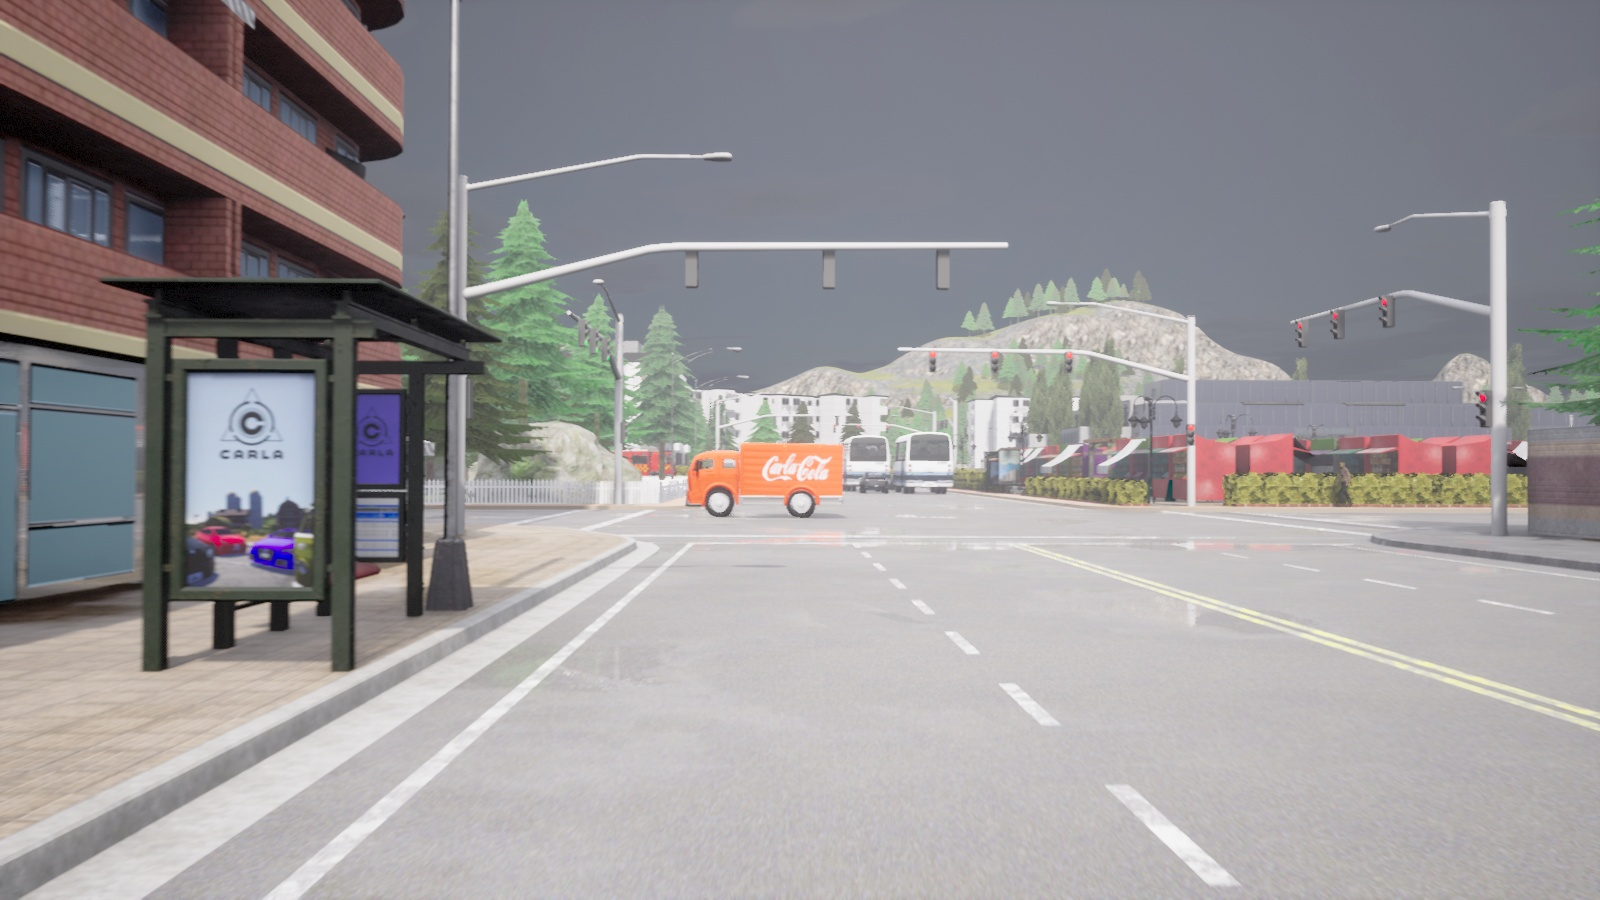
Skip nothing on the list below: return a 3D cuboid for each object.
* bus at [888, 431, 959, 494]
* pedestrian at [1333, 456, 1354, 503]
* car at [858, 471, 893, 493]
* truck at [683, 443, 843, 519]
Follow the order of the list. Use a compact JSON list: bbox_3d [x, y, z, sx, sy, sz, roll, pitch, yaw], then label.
[{"bbox_3d":[8.758,0.920,90.455,3.944,4.253,10.273,0,-1,-1],"label":"bus"},{"bbox_3d":[21.496,1.165,49.668,0.634,1.846,0.331,0,-1,2],"label":"pedestrian"},{"bbox_3d":[5.292,2.236,88.677,2.128,1.511,4.902,0,-1,-1],"label":"car"},{"bbox_3d":[-1.235,1.016,42.067,5.204,2.467,2.627,0,-1,-2],"label":"truck"}]
